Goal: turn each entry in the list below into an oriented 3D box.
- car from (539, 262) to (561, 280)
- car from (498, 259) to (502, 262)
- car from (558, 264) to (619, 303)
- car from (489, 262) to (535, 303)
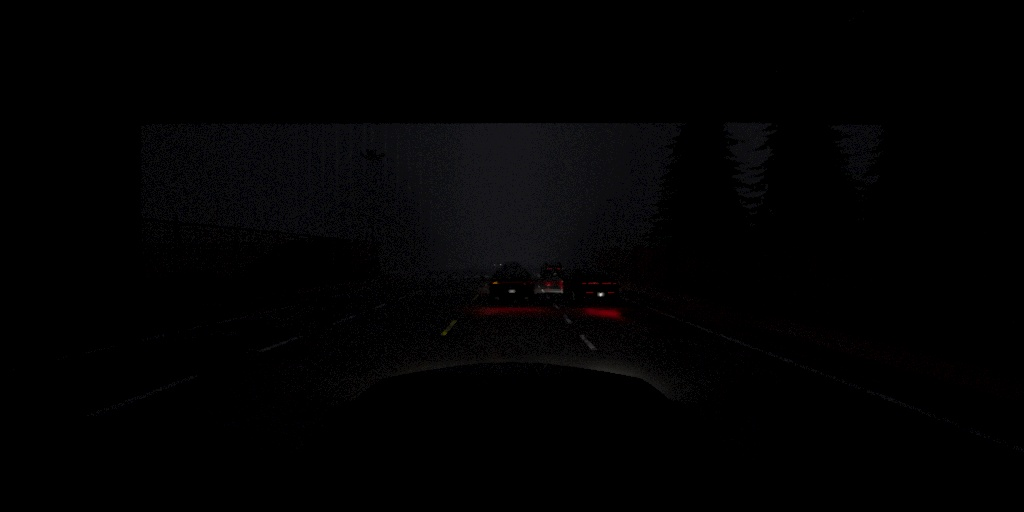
[{"bbox_3d":[3.500,1.244,31.552,2.128,1.511,4.902,0,0,0],"label":"car"},{"bbox_3d":[0.000,1.234,31.552,1.882,1.535,5.008,0,0,0],"label":"car"},{"bbox_3d":[3.500,1.265,16.552,1.837,1.490,4.892,0,0,0],"label":"car"},{"bbox_3d":[0.000,1.234,16.552,1.882,1.535,5.008,0,0,0],"label":"car"}]
